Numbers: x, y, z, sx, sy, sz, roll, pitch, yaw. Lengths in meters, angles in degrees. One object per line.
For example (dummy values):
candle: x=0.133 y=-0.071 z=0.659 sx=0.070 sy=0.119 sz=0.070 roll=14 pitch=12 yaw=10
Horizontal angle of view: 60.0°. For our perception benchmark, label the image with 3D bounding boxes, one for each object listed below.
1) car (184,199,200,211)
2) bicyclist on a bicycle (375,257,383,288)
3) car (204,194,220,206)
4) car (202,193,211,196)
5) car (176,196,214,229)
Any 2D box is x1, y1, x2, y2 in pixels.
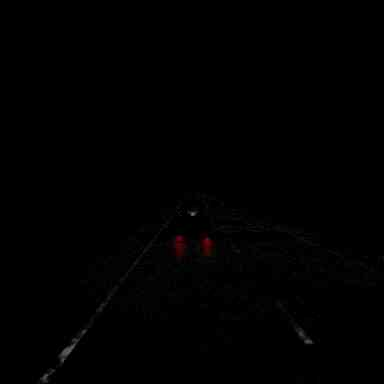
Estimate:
car: x=0.017 y=1.577 z=41.203 sx=1.895 sy=1.301 sz=4.718 roll=0 pitch=0 yaw=0
bicyclist on a bicycle: x=4.451 y=1.366 z=7.167 sx=0.659 sy=1.776 sz=1.843 roll=0 pitch=0 yaw=0
car: x=3.492 y=1.533 z=55.505 sx=1.994 sy=1.385 sz=4.181 roll=0 pitch=0 yaw=0
car: x=3.356 y=1.187 z=73.551 sx=2.150 sy=2.045 sz=5.566 roll=0 pitch=0 yaw=0
car: x=0.055 y=1.339 z=21.663 sx=2.097 sy=1.767 sz=4.553 roll=0 pitch=0 yaw=0
